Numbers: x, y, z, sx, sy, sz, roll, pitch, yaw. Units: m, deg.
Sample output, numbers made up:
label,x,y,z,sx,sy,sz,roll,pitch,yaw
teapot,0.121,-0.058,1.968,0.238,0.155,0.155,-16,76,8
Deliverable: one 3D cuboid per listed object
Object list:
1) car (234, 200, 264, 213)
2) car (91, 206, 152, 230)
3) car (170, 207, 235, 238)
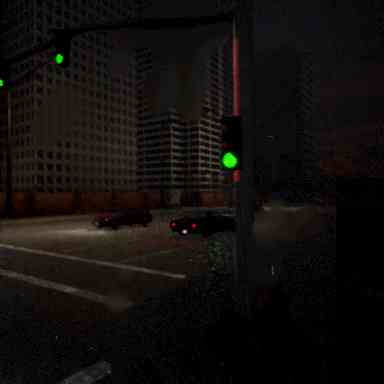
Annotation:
label,x,y,z,sx,sy,sz,roll,pitch,yaw
car,6.695,1.707,39.034,1.882,1.535,5.008,-1,-1,36
car,-4.742,1.727,23.125,1.812,1.442,4.674,-1,0,36
car,0.905,1.729,18.843,1.895,1.301,4.718,-1,0,36
